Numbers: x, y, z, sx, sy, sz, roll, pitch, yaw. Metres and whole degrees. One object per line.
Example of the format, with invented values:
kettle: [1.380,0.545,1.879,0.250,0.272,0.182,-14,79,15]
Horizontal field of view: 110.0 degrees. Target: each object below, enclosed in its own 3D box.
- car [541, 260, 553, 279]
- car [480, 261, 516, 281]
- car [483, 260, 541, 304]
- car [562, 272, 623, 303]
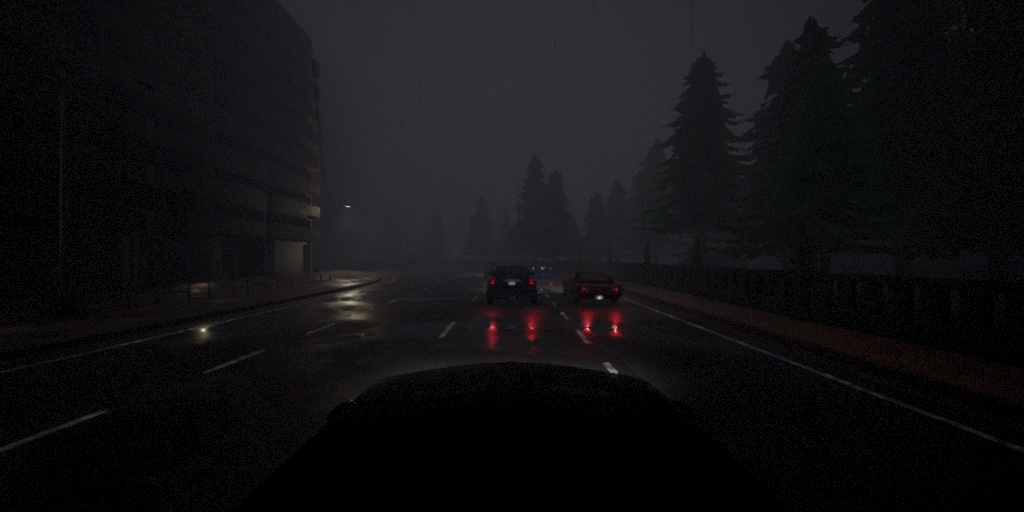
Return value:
car: [2.056,1.116,32.698,2.097,1.767,4.553,0,0,-15]
car: [-1.337,1.245,31.836,2.128,1.511,4.902,0,0,-15]
car: [0.000,1.116,16.470,2.097,1.767,4.553,0,0,0]
car: [3.500,1.366,16.530,1.895,1.301,4.718,0,0,0]
